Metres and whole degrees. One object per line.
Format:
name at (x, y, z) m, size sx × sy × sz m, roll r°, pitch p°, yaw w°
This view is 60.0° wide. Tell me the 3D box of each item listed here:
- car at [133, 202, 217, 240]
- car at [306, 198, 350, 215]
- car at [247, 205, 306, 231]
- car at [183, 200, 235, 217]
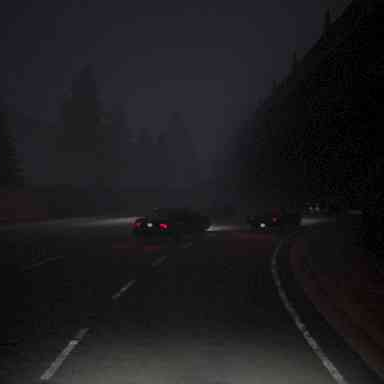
car at (-0.772, 1.437, 16.344) m, size 2.033 × 1.411 × 5.357 m, roll 0°, pitch 0°, yaw 23°
car at (12.787, 1.282, 31.187) m, size 4.902 × 1.511 × 2.128 m, roll 0°, pitch 0°, yaw -31°
car at (4.989, 1.469, 19.578) m, size 1.895 × 1.301 × 4.718 m, roll 0°, pitch 0°, yaw 33°
car at (1.600, 1.384, 26.563) m, size 1.994 × 1.385 × 4.181 m, roll 0°, pitch 0°, yaw 42°
